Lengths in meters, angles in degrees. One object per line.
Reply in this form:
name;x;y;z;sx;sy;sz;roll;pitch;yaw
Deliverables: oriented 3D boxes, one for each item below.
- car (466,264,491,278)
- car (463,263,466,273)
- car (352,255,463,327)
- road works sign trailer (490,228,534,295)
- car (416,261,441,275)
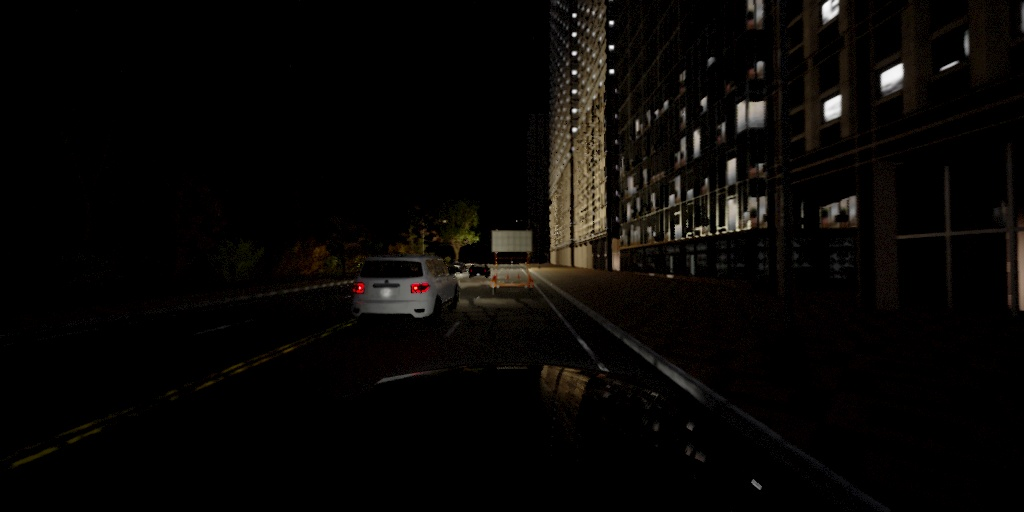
car;-3.156;1.434;35.869;1.895;1.301;4.718;0;0;0
car;-6.589;1.415;43.026;2.033;1.411;5.357;0;0;0
car;-3.152;0.982;11.681;2.150;2.045;5.566;0;0;0
road works sign trailer;0.002;0.241;20.068;2.380;3.560;2.880;0;0;0
car;-9.838;1.343;42.627;1.882;1.535;5.008;0;0;0
